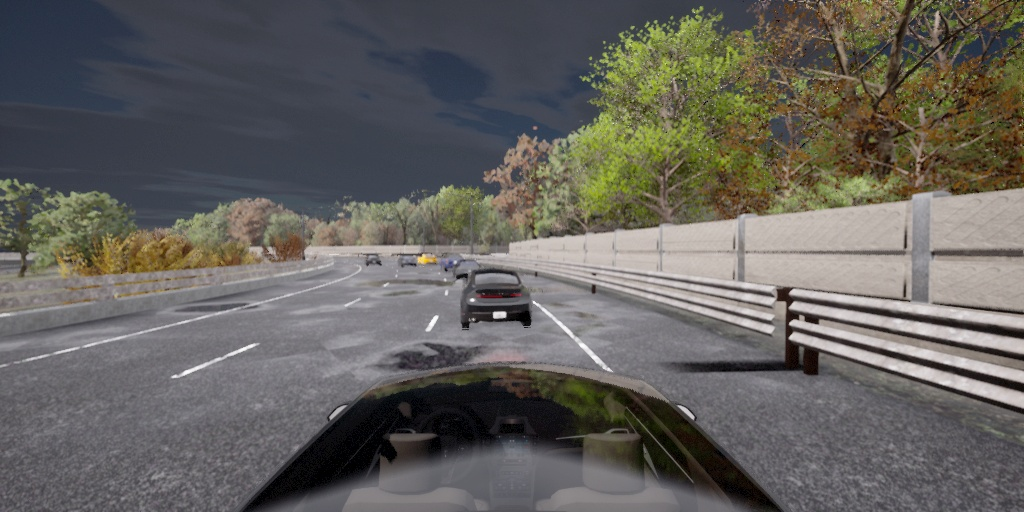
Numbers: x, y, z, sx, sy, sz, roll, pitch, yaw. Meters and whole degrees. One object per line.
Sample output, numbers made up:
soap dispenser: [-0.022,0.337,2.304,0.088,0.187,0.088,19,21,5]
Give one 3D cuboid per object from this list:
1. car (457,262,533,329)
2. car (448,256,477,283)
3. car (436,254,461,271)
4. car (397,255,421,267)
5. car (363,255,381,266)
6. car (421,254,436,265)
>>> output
car: [-0.612,1.103,10.777,1.837,1.490,4.892,0,1,-8]
car: [-3.218,0.933,25.678,1.994,1.385,4.181,0,1,-14]
car: [-5.999,0.559,35.919,2.097,1.767,4.553,0,1,-18]
car: [-12.890,0.633,43.857,2.033,1.411,5.357,0,1,-24]
car: [-18.665,0.550,47.879,1.812,1.442,4.674,0,1,-27]
car: [-11.920,0.463,50.057,1.882,1.535,5.008,0,1,-26]
